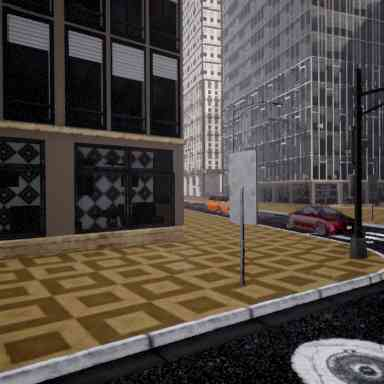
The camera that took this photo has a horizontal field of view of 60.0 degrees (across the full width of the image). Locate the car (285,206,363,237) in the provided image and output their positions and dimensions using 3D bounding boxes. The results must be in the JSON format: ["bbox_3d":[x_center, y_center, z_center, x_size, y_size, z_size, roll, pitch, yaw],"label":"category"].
[{"bbox_3d":[6.717,1.444,17.358,1.994,1.385,4.181,-1,1,-17],"label":"car"}]

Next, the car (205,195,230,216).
[{"bbox_3d":[2.772,1.062,29.065,2.097,1.767,4.553,-1,1,-19],"label":"car"}]
